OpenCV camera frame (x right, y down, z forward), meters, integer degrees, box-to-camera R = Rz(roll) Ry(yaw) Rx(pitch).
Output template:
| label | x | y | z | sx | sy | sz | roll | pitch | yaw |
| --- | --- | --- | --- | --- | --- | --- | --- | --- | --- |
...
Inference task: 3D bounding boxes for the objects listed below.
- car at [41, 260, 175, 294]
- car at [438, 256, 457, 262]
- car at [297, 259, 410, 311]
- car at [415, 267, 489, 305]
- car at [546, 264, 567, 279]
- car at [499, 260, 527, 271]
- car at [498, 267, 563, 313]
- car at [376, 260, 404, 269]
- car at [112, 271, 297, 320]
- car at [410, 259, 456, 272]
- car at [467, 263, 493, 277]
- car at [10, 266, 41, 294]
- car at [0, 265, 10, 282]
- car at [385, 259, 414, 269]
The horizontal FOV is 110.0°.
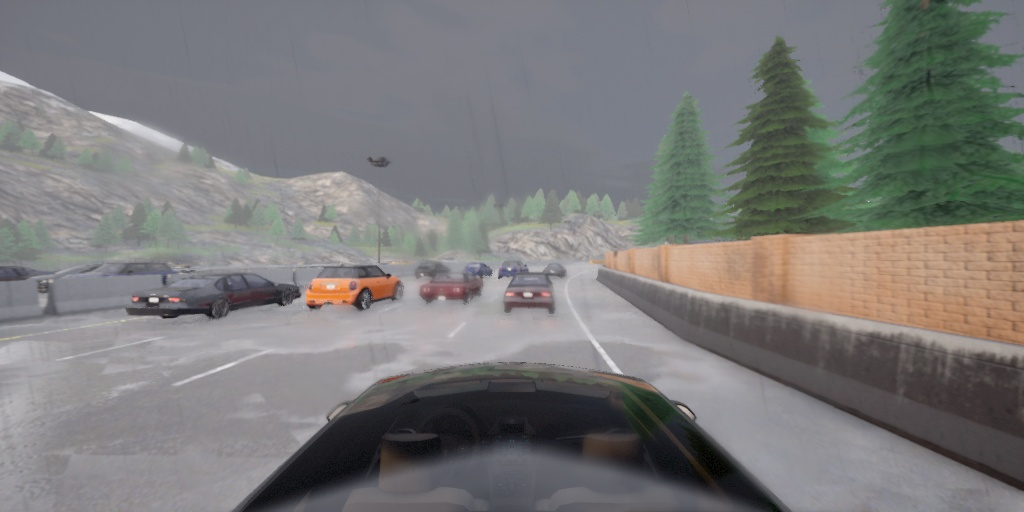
| label | x | y | z | sx | sy | sz | roll | pitch | yaw |
| --- | --- | --- | --- | --- | --- | --- | --- | --- | --- |
| car | -20.051 | 1.087 | 18.472 | 2.097 | 1.767 | 4.553 | 0 | 0 | 7 |
| car | -10.858 | 1.078 | 57.906 | 2.150 | 2.045 | 5.566 | 0 | 0 | 20 |
| car | -6.171 | 1.115 | 14.675 | 2.097 | 1.767 | 4.553 | 0 | 0 | 5 |
| car | -2.531 | 1.379 | 16.338 | 1.895 | 1.301 | 4.718 | 0 | 0 | 6 |
| car | 4.158 | 1.405 | 34.417 | 1.994 | 1.385 | 4.181 | 0 | 0 | 13 |
| car | 0.227 | 1.179 | 32.946 | 2.097 | 1.767 | 4.553 | 0 | 0 | 12 |
| car | 0.761 | 1.330 | 14.217 | 2.033 | 1.411 | 5.357 | 0 | 0 | 5 |
| car | -20.799 | 1.438 | 61.242 | 1.895 | 1.301 | 4.718 | 0 | 0 | 20 |
| car | -9.909 | 1.297 | 12.615 | 2.033 | 1.411 | 5.357 | 0 | 0 | 4 |
| car | -7.057 | 1.310 | 32.391 | 1.837 | 1.490 | 4.892 | 0 | 0 | 11 |
| car | -3.184 | 1.345 | 33.817 | 1.812 | 1.442 | 4.674 | 0 | 0 | 12 |
| car | -23.412 | 1.234 | 20.001 | 1.837 | 1.490 | 4.892 | 0 | 0 | 7 |
| car | -27.156 | 1.262 | 18.240 | 2.033 | 1.411 | 5.357 | 0 | 0 | 6 |
| car | -18.143 | 1.315 | 58.240 | 1.882 | 1.535 | 5.008 | 0 | 0 | 20 |
